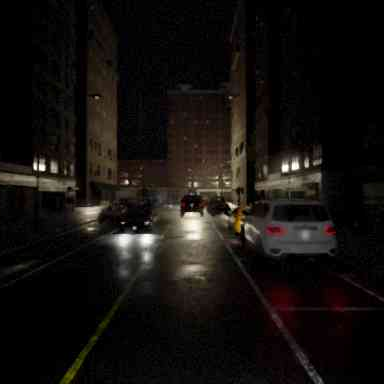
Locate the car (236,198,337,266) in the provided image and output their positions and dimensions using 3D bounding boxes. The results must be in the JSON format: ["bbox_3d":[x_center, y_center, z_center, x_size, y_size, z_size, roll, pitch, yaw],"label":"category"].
[{"bbox_3d":[3.103,1.234,11.787,2.150,2.045,5.566,0,0,0],"label":"car"}]

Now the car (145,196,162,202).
[{"bbox_3d":[-5.864,1.685,47.485,1.947,1.339,4.313,1,0,0],"label":"car"}]

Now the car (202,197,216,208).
[{"bbox_3d":[2.660,1.581,52.970,1.967,1.590,4.097,1,0,0],"label":"car"}]

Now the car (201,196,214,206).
[{"bbox_3d":[2.659,1.604,58.452,1.967,1.590,4.097,1,0,0],"label":"car"}]

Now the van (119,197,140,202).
[{"bbox_3d":[-5.856,1.399,31.040,1.690,1.788,3.998,1,0,0],"label":"van"}]

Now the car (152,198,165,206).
[{"bbox_3d":[-5.867,1.709,58.450,1.887,1.381,4.507,1,0,0],"label":"car"}]

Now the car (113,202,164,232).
[{"bbox_3d":[-3.106,1.578,20.605,2.033,1.411,5.357,0,0,0],"label":"car"}]

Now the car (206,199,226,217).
[{"bbox_3d":[2.666,1.609,31.039,2.008,1.369,4.403,1,0,0],"label":"car"}]

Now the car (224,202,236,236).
[{"bbox_3d":[3.134,1.504,18.757,1.882,1.535,5.008,0,0,0],"label":"car"}]

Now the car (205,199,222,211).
[{"bbox_3d":[2.663,1.623,42.174,1.752,1.417,4.829,1,0,0],"label":"car"}]

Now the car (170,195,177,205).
[{"bbox_3d":[-3.018,1.456,62.852,2.097,1.767,4.553,0,0,0],"label":"car"}]

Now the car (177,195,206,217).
[{"bbox_3d":[0.032,1.284,32.257,2.150,2.045,5.566,0,0,1],"label":"car"}]

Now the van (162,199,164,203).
[{"bbox_3d":[-5.864,1.482,52.969,1.690,1.788,3.998,1,0,0],"label":"van"}]

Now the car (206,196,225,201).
[{"bbox_3d":[2.667,1.391,36.522,2.192,1.841,5.009,1,0,0],"label":"car"}]

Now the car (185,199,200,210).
[{"bbox_3d":[0.040,1.681,46.902,1.994,1.385,4.181,0,0,0],"label":"car"}]

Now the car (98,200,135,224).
[{"bbox_3d":[-5.856,1.567,25.386,1.752,1.417,4.829,1,0,0],"label":"car"}]
